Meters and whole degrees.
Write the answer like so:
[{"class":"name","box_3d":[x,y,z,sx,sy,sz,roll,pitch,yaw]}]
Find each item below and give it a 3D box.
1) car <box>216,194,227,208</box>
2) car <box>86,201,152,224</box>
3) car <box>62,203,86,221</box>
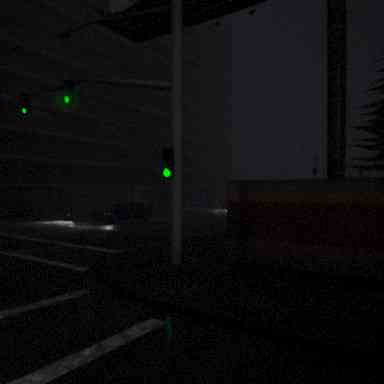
[{"class":"car","box_3d":[5.440,1.207,46.148,2.150,2.045,5.566,0,0,36]},{"class":"car","box_3d":[-5.144,1.466,25.117,1.882,1.535,5.008,0,1,35]},{"class":"car","box_3d":[-8.222,1.550,26.825,1.994,1.385,4.181,0,0,35]}]
